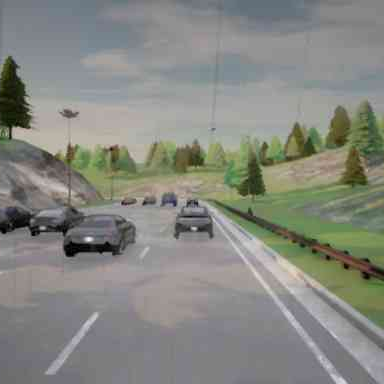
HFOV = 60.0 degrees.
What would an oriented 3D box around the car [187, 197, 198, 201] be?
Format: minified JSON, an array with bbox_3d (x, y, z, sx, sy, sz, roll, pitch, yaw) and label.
[{"bbox_3d":[0.098,1.474,54.891,1.895,1.301,4.718,0,0,0],"label":"car"}]

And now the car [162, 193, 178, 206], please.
[{"bbox_3d":[-3.400,1.105,50.700,2.150,2.045,5.566,0,0,0],"label":"car"}]

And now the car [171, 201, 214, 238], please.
[{"bbox_3d":[0.098,1.451,17.469,2.128,1.511,4.902,0,0,0],"label":"car"}]

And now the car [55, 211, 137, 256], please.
[{"bbox_3d":[-3.401,1.534,12.993,1.994,1.385,4.181,0,0,0],"label":"car"}]

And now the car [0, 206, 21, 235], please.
[{"bbox_3d":[-10.396,1.504,18.613,2.033,1.411,5.357,0,0,0],"label":"car"}]

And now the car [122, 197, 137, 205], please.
[{"bbox_3d":[-10.400,1.436,55.416,1.994,1.385,4.181,0,0,0],"label":"car"}]

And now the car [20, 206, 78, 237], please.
[{"bbox_3d":[-6.900,1.484,17.687,1.812,1.442,4.674,0,0,0],"label":"car"}]

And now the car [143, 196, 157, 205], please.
[{"bbox_3d":[-6.900,1.364,55.192,2.128,1.511,4.902,0,0,0],"label":"car"}]
